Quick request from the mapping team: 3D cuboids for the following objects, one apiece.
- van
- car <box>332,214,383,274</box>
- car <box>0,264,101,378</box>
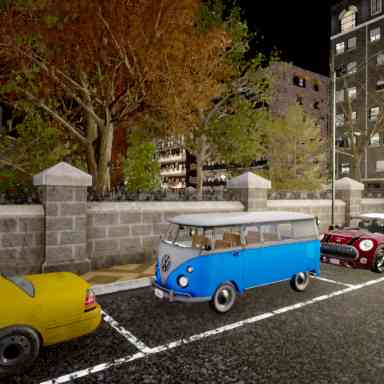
[{"bbox_3d":[1.106,1.342,7.328,3.998,1.788,1.690,0,1,-35],"label":"van"},{"bbox_3d":[5.678,1.442,10.584,4.097,1.590,1.967,0,1,-35],"label":"car"},{"bbox_3d":[-3.608,1.525,3.976,4.829,1.417,1.752,0,1,-35],"label":"car"}]
